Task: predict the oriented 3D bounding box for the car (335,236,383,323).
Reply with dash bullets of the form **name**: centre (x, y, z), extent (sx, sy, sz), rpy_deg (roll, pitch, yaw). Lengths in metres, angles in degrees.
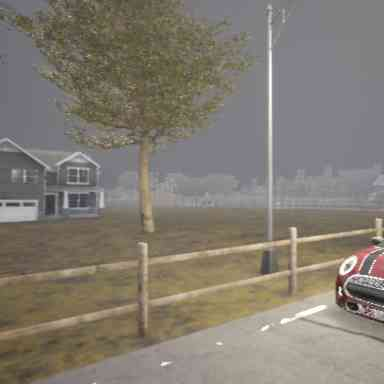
- **car**: centre (4.813, 1.325, 6.445), extent (4.553, 1.767, 2.097), rpy_deg (0, 0, -35)
